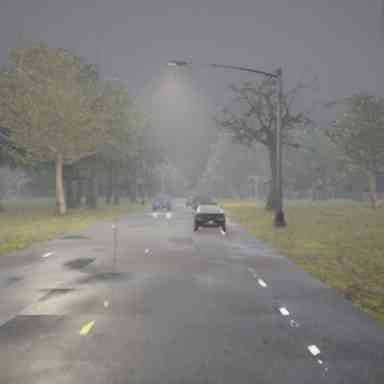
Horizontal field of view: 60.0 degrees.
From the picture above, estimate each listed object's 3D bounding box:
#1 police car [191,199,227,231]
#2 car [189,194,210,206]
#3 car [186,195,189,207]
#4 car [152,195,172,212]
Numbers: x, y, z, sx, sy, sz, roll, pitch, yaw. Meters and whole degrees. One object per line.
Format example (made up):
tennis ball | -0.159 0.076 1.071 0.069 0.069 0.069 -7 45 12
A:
police car | 1.043 1.485 21.022 1.930 1.638 5.238 0 0 0
car | 1.038 1.331 36.946 2.150 2.045 5.566 0 0 0
car | -0.018 1.739 56.525 1.994 1.385 4.181 0 0 0
car | -3.605 1.341 41.177 2.150 2.045 5.566 0 0 0
